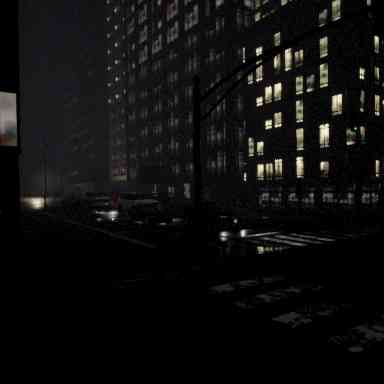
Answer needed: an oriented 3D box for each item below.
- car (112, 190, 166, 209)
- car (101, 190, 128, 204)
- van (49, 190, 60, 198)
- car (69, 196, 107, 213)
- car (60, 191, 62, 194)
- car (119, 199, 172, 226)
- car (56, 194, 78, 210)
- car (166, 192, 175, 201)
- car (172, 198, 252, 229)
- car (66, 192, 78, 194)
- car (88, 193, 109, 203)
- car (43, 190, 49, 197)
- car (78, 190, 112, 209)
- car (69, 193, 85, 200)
[{"bbox_3d":[-4.861,1.021,29.704,2.150,2.045,5.566,-1,1,-35],"label":"car"},{"bbox_3d":[-12.026,0.733,51.043,2.150,2.045,5.566,-1,1,-35],"label":"car"},{"bbox_3d":[-32.463,0.530,79.996,1.690,1.788,3.998,-1,1,-35],"label":"van"},{"bbox_3d":[-10.537,1.354,33.401,1.947,1.339,4.313,-1,1,-35],"label":"car"},{"bbox_3d":[-26.062,0.733,70.706,1.967,1.590,4.097,-1,1,-35],"label":"car"},{"bbox_3d":[-2.910,1.455,22.378,2.008,1.369,4.403,-1,1,-35],"label":"car"},{"bbox_3d":[-13.739,1.289,38.047,2.008,1.369,4.403,-1,1,-35],"label":"car"},{"bbox_3d":[-3.661,0.963,38.185,2.192,1.841,5.009,-1,1,-35],"label":"car"},{"bbox_3d":[1.099,1.382,21.057,2.128,1.511,4.902,-1,1,-35],"label":"car"},{"bbox_3d":[-19.329,1.082,56.180,1.895,1.301,4.718,-1,1,-35],"label":"car"},{"bbox_3d":[-15.950,0.919,56.806,1.882,1.535,5.008,-1,1,-35],"label":"car"},{"bbox_3d":[-35.663,0.688,84.644,2.008,1.369,4.403,-1,1,-35],"label":"car"},{"bbox_3d":[-10.930,0.927,38.535,2.150,2.045,5.566,-1,1,-35],"label":"car"},{"bbox_3d":[-22.862,0.889,66.062,1.887,1.381,4.507,-1,1,-35],"label":"car"}]
